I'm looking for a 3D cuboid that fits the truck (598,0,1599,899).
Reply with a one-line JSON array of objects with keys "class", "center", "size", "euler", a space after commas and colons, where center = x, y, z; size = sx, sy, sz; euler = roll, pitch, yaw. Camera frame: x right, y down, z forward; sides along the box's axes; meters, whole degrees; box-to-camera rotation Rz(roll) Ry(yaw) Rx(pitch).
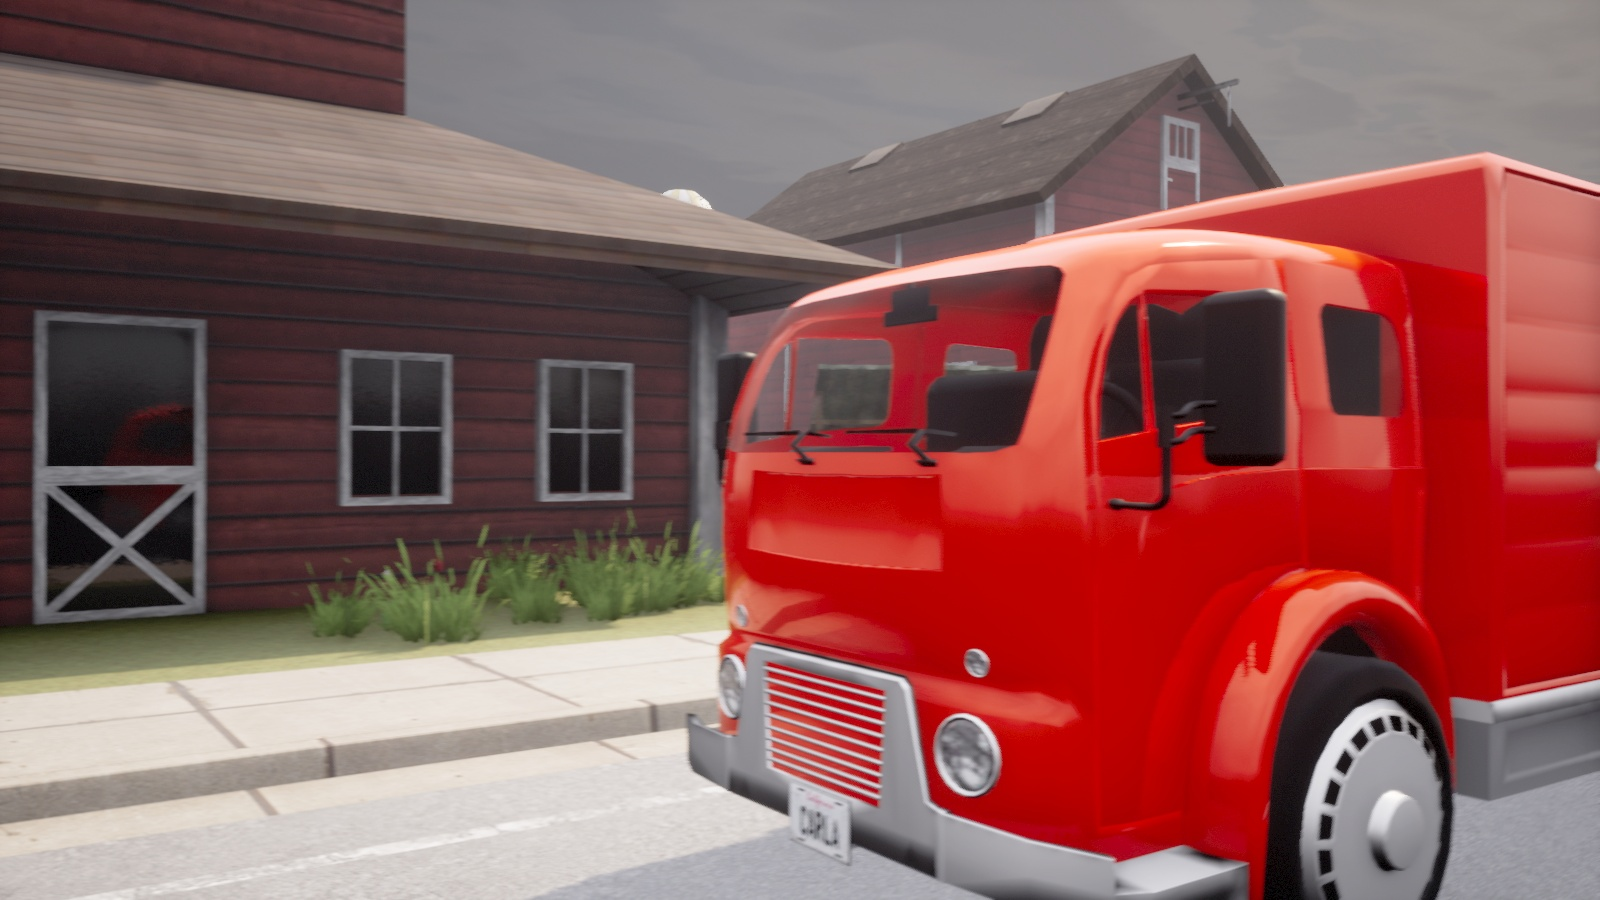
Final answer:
[{"class": "truck", "center": [2.129, 0.265, 5.142], "size": [5.204, 2.467, 2.627], "euler": [0, 0, -35]}]
